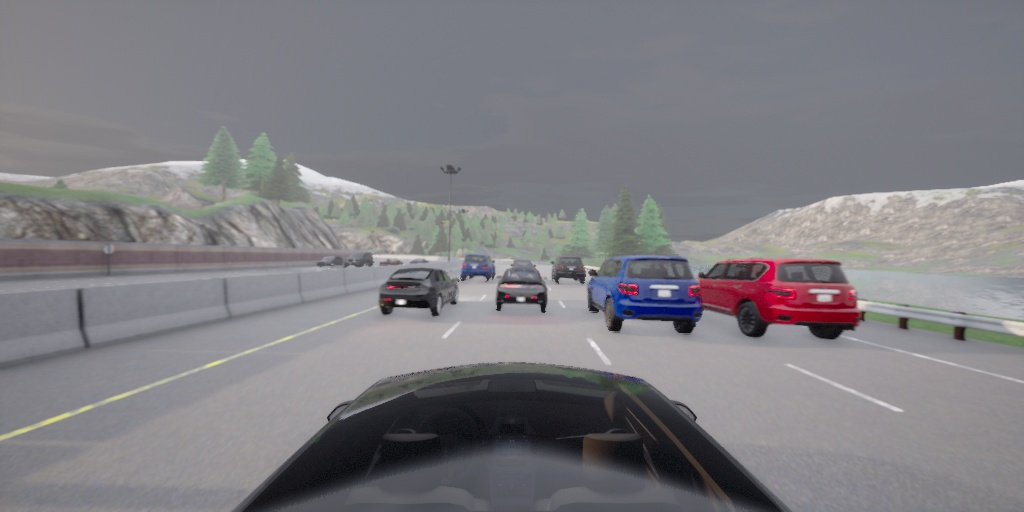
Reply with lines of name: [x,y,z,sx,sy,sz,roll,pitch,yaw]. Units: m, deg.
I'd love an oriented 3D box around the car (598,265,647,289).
car: [7.745,1.418,25.698,2.033,1.411,5.357,1,0,2]

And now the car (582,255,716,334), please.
car: [3.764,1.026,11.177,2.150,2.045,5.566,1,-1,3]

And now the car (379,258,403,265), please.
car: [-16.356,0.947,48.547,1.895,1.301,4.718,1,0,-1]

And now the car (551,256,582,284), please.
car: [4.359,1.022,28.353,2.150,2.045,5.566,1,0,2]

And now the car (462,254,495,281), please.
car: [-2.630,0.879,28.735,2.150,2.045,5.566,1,0,2]

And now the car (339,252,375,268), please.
car: [-19.832,0.500,46.737,2.150,2.045,5.566,1,0,0]

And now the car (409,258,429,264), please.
car: [-12.868,0.963,49.930,2.033,1.411,5.357,1,0,-1]

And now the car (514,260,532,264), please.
car: [0.891,1.076,29.320,2.097,1.767,4.553,1,0,2]

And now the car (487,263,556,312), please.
car: [0.396,1.230,14.368,2.128,1.511,4.902,1,0,2]

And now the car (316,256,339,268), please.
car: [-23.350,0.711,46.428,1.837,1.490,4.892,1,1,0]

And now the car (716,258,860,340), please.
car: [7.264,1.098,10.881,2.150,2.045,5.566,1,-1,2]

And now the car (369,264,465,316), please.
car: [-3.161,1.168,12.958,1.837,1.490,4.892,1,-1,2]
